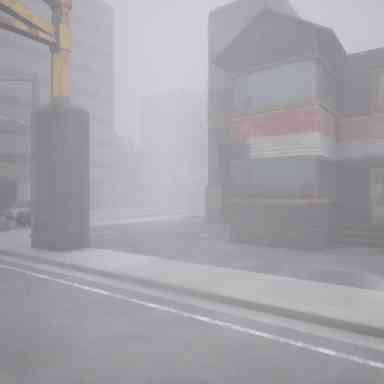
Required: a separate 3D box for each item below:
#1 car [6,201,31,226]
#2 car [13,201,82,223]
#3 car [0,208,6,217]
[{"bbox_3d":[-9.710,1.453,22.725,2.038,1.542,4.974,0,0,15],"label":"car"},{"bbox_3d":[-9.697,1.295,22.775,1.853,1.218,4.536,0,0,15],"label":"car"},{"bbox_3d":[-12.868,1.295,25.424,4.536,1.218,1.853,0,0,-30],"label":"car"}]
